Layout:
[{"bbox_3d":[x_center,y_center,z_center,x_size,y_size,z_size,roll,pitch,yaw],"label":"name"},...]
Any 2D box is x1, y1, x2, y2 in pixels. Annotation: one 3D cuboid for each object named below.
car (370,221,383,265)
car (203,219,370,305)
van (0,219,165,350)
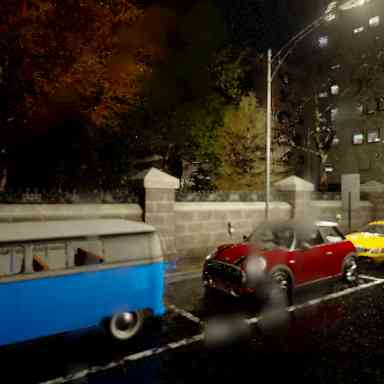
[{"bbox_3d":[6.667,1.579,11.287,4.829,1.417,1.752,0,1,-35],"label":"car"},{"bbox_3d":[2.231,1.469,8.130,4.097,1.590,1.967,0,1,-35],"label":"car"},{"bbox_3d":[-2.342,1.345,4.875,3.998,1.788,1.690,0,1,-35],"label":"van"}]
